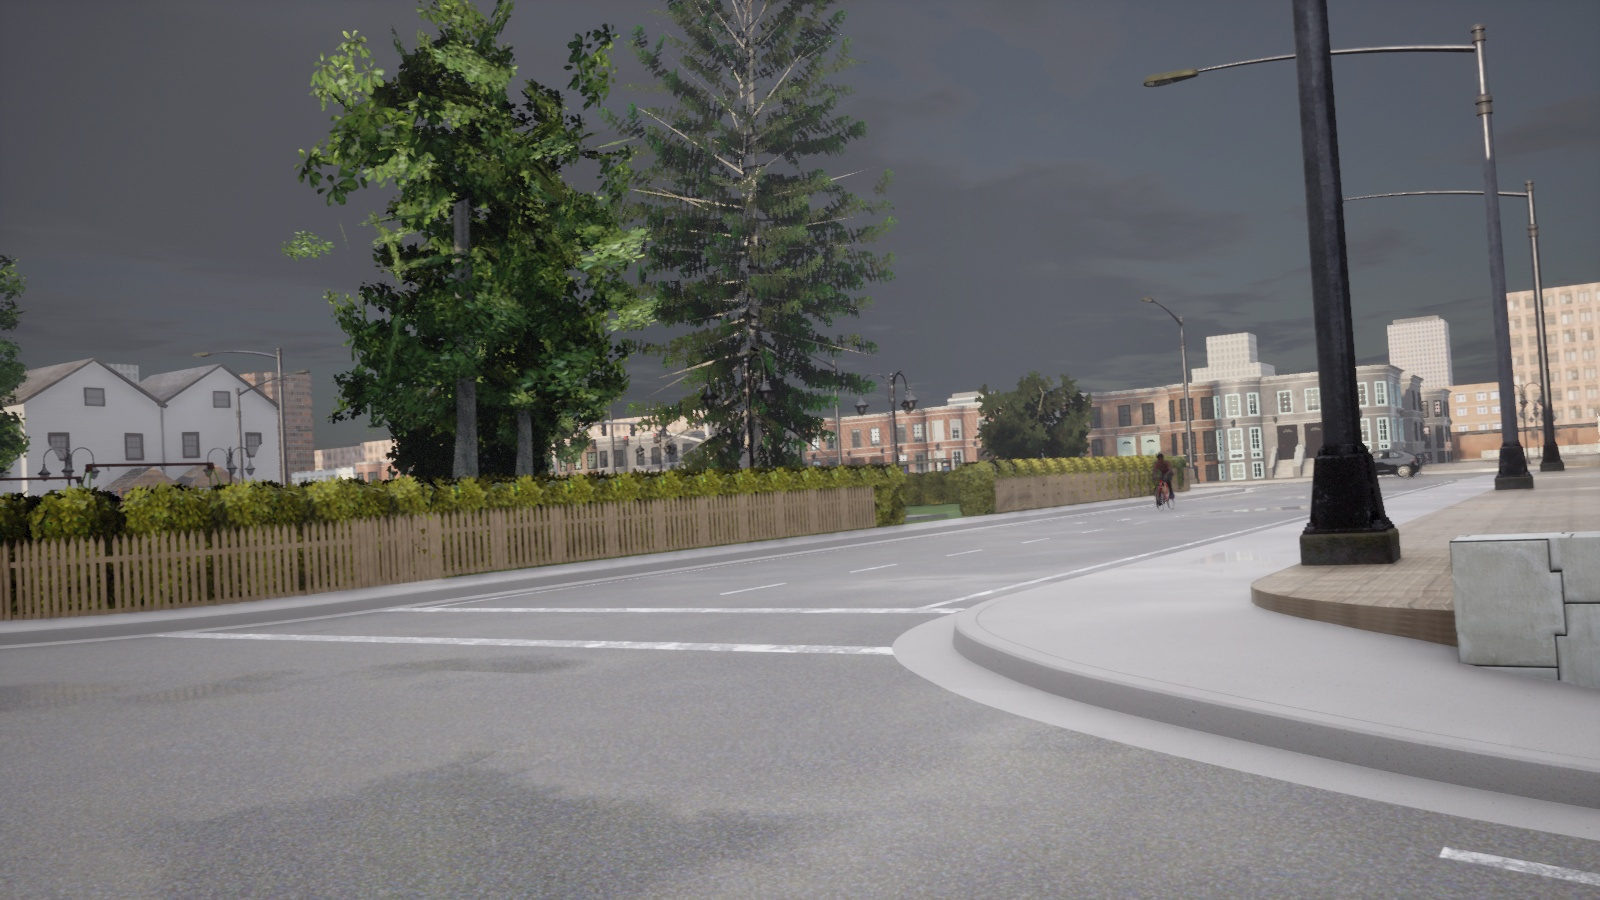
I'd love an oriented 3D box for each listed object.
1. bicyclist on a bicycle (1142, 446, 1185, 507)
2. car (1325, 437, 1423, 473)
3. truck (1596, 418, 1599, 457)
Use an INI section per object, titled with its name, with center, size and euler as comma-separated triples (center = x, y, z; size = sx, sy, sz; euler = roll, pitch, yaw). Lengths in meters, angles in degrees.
[bicyclist on a bicycle]
center = 10.279, 0.744, 35.486
size = 0.582, 1.620, 1.656
euler = -6, -2, 33
[car]
center = 29.183, 0.246, 63.858
size = 4.193, 1.474, 1.816
euler = -6, -2, 33
[truck]
center = 39.035, -1.261, 53.385
size = 8.468, 3.827, 2.891
euler = 6, 4, 32
